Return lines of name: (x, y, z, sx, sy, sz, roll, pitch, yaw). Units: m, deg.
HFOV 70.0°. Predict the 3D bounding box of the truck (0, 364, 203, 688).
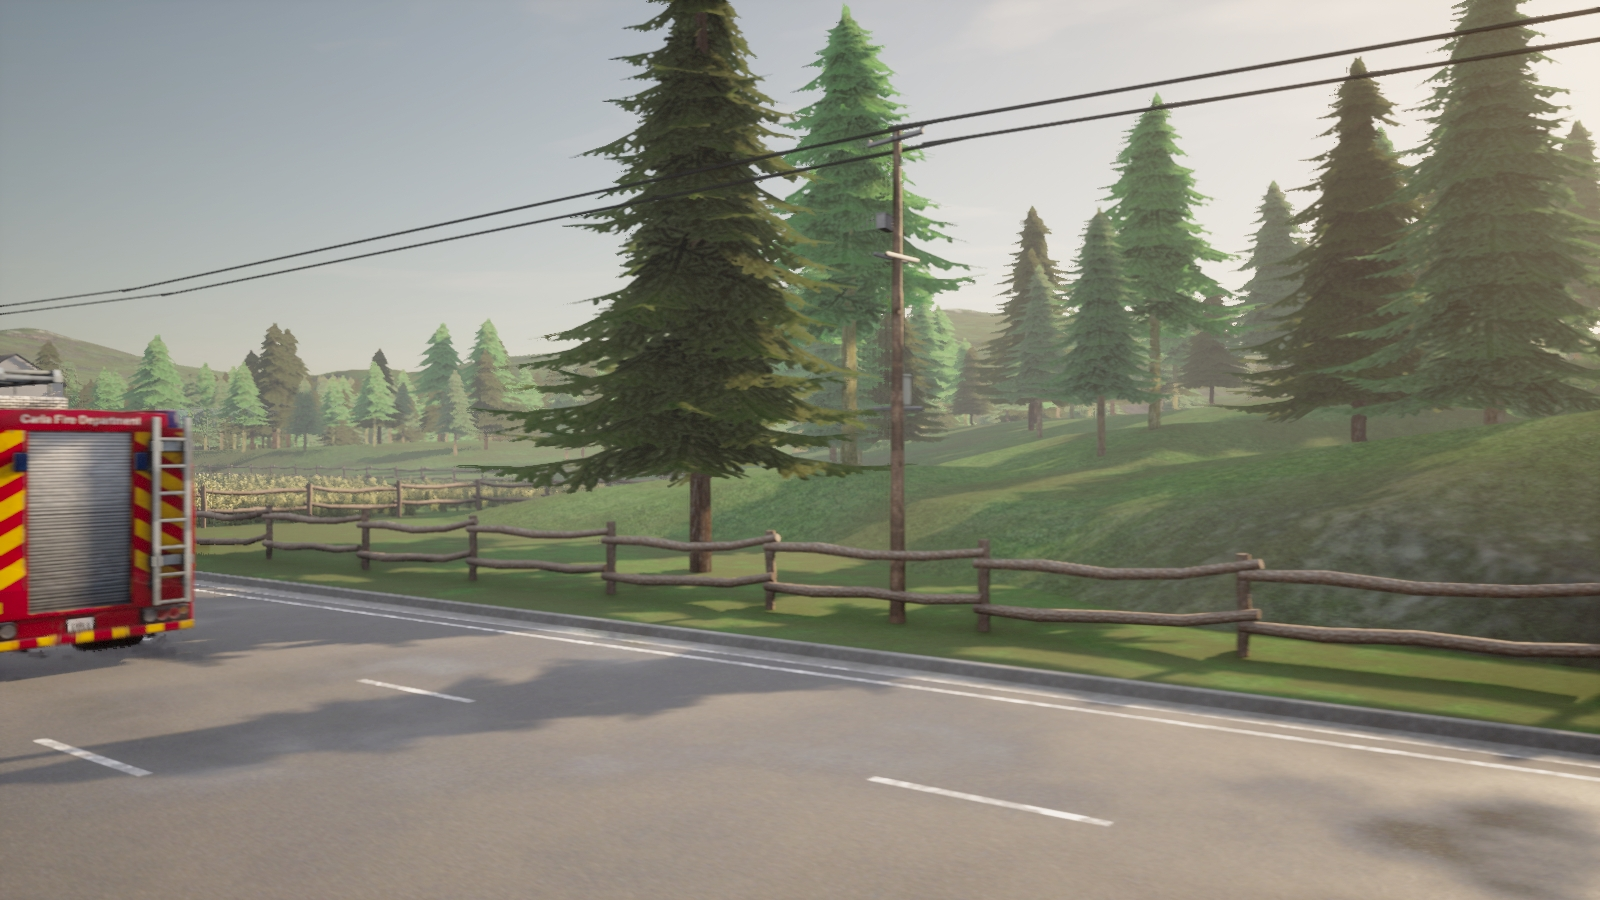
truck: (-12.394, 0.902, 16.737, 8.468, 3.827, 2.891, 0, 0, 35)
